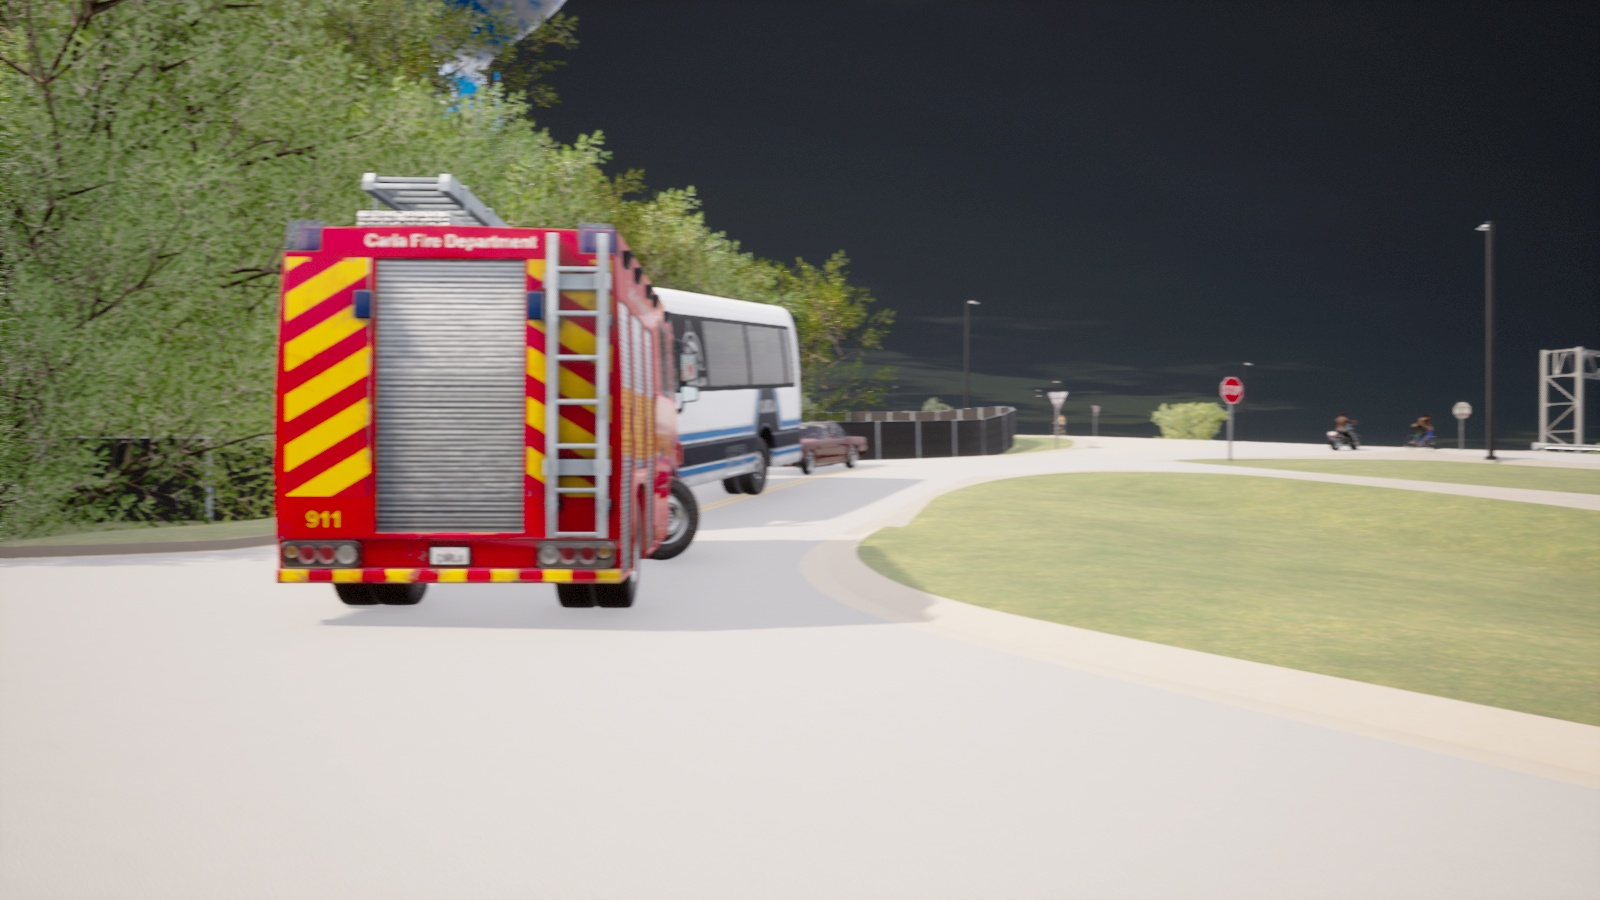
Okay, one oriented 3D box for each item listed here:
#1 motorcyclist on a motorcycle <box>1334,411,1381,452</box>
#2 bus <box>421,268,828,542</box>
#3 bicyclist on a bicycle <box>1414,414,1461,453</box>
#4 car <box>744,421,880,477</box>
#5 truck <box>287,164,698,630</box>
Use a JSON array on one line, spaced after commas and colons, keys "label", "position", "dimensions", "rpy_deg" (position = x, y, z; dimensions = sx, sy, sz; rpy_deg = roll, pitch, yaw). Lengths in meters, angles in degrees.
[{"label": "motorcyclist on a motorcycle", "position": [22.850, -0.753, 51.452], "dimensions": [2.350, 1.649, 0.766], "rpy_deg": [-1, 2, -41]}, {"label": "bus", "position": [-2.772, -1.015, 24.944], "dimensions": [3.944, 4.253, 10.273], "rpy_deg": [0, 4, 17]}, {"label": "bicyclist on a bicycle", "position": [27.603, -0.721, 54.385], "dimensions": [0.582, 1.620, 1.656], "rpy_deg": [1, 2, -29]}, {"label": "car", "position": [0.413, -0.087, 34.292], "dimensions": [1.895, 1.301, 4.718], "rpy_deg": [1, 3, 26]}, {"label": "truck", "position": [-2.880, -0.437, 14.602], "dimensions": [2.891, 3.827, 8.468], "rpy_deg": [0, 0, -2]}]
